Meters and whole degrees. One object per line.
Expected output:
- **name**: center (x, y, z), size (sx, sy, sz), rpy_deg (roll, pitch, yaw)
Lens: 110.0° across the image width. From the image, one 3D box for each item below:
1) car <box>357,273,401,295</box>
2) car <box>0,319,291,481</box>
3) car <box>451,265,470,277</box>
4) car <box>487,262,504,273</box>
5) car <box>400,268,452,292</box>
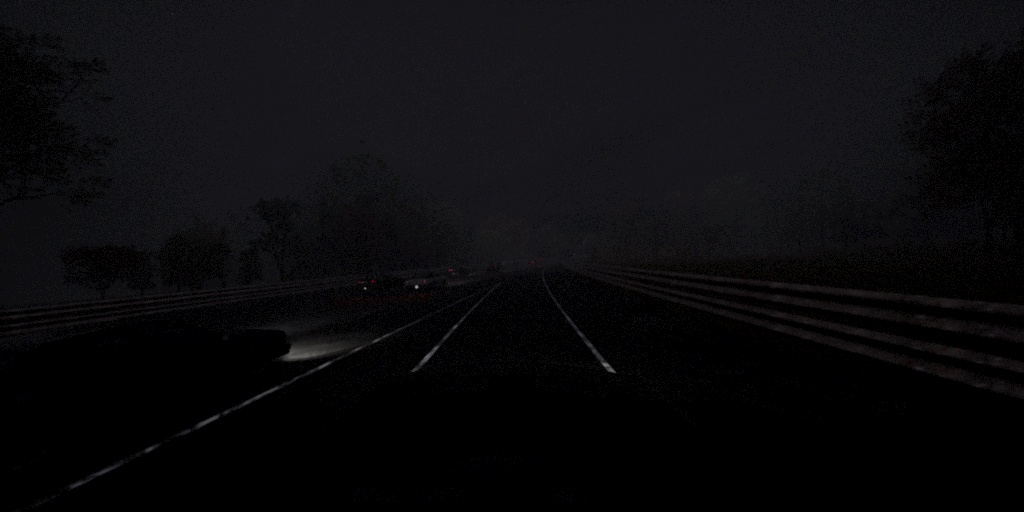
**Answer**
- **car**: center (-10.053, 2.065, 27.760), size (2.128, 1.511, 4.902), rpy_deg (-4, 0, 8)
- **car**: center (-5.891, 1.667, 5.194), size (2.033, 1.411, 5.357), rpy_deg (-4, 0, 7)
- **car**: center (-7.007, 1.994, 47.482), size (2.128, 1.511, 4.902), rpy_deg (-4, 0, 10)
- **car**: center (-2.457, 1.717, 53.340), size (2.128, 1.511, 4.902), rpy_deg (-4, 0, 10)
- **car**: center (-6.527, 1.927, 27.846), size (1.895, 1.301, 4.718), rpy_deg (-4, 0, 8)
